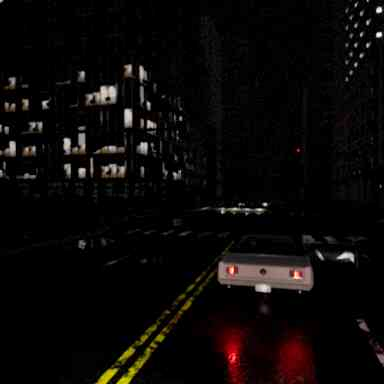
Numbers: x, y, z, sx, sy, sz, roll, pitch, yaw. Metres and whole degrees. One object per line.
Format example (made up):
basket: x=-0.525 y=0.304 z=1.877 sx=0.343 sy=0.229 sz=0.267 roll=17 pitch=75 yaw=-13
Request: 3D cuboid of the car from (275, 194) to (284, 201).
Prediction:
car: x=21.068 y=1.226 z=80.305 sx=2.128 sy=1.511 sz=4.902 roll=0 pitch=0 yaw=15

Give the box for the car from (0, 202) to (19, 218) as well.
car: x=-16.495 y=1.423 z=27.510 sx=4.313 sy=1.339 sz=1.947 roll=1 pitch=1 yaw=16

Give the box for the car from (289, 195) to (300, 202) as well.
car: x=21.531 y=1.421 z=69.402 sx=2.033 sy=1.411 sz=5.357 roll=0 pitch=0 yaw=15

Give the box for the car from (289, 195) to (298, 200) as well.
car: x=24.216 y=1.295 z=79.498 sx=1.895 sy=1.301 sz=4.718 roll=0 pitch=0 yaw=15

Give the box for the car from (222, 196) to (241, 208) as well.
car: x=5.472 y=1.418 z=47.332 sx=1.882 sy=1.535 sz=5.008 roll=0 pitch=0 yaw=15

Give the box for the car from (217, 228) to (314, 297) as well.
car: x=1.999 y=1.591 z=8.642 sx=1.895 sy=1.301 sz=4.718 roll=0 pitch=0 yaw=16

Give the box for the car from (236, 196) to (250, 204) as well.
car: x=9.899 y=1.457 z=63.759 sx=2.033 sy=1.411 sz=5.357 roll=0 pitch=0 yaw=15

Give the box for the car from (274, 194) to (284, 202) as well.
car: x=18.505 y=1.477 z=70.671 sx=1.895 sy=1.301 sz=4.718 roll=0 pitch=0 yaw=15

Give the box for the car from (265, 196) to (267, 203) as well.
car: x=13.692 y=1.381 z=65.307 sx=1.882 sy=1.535 sz=5.008 roll=0 pitch=0 yaw=15

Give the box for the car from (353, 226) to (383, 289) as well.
car: x=5.101 y=1.494 z=7.650 sx=1.837 sy=1.490 sz=4.892 roll=0 pitch=0 yaw=15

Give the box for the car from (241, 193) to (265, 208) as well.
car: x=8.629 y=1.160 z=46.541 sx=2.150 sy=2.045 sz=5.566 roll=0 pitch=0 yaw=15
